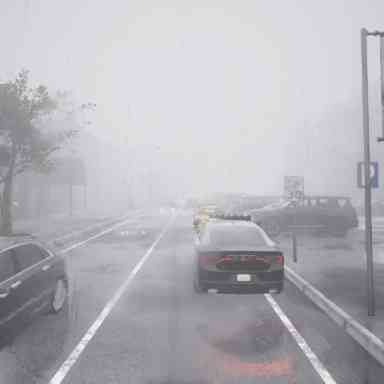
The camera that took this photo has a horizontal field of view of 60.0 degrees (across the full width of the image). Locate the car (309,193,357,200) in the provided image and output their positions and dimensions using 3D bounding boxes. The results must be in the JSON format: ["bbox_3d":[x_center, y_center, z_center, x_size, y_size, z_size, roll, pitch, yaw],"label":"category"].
[{"bbox_3d":[18.834,1.153,43.353,5.566,2.045,2.435,0,0,0],"label":"car"}]

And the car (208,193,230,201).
[{"bbox_3d":[5.766,1.039,70.775,4.553,1.767,2.185,0,1,0],"label":"car"}]

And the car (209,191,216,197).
[{"bbox_3d":[5.757,1.113,48.348,5.566,2.045,2.435,0,1,0],"label":"car"}]

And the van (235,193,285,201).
[{"bbox_3d":[5.890,1.238,25.915,4.442,1.987,1.878,0,0,0],"label":"van"}]

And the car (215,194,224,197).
[{"bbox_3d":[5.789,1.409,42.741,4.892,1.521,2.231,0,0,0],"label":"car"}]

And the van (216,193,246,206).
[{"bbox_3d":[5.903,1.114,51.152,4.442,1.987,1.878,0,1,0],"label":"van"}]

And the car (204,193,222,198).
[{"bbox_3d":[5.838,0.994,93.202,4.792,1.488,2.163,0,1,0],"label":"car"}]

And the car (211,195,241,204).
[{"bbox_3d":[5.783,1.290,56.761,4.892,1.521,2.231,0,1,0],"label":"car"}]

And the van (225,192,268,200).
[{"bbox_3d":[5.660,1.230,31.525,4.442,1.987,1.878,0,0,0],"label":"van"}]

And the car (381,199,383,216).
[{"bbox_3d":[18.825,1.212,26.695,5.566,2.045,2.435,0,0,0],"label":"car"}]

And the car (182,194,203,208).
[{"bbox_3d":[0.099,1.429,45.245,2.033,1.411,5.357,0,0,0],"label":"car"}]

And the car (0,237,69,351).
[{"bbox_3d":[-3.341,1.506,4.730,1.837,1.490,4.892,0,0,0],"label":"car"}]

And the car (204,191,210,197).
[{"bbox_3d":[5.766,0.963,65.168,5.566,2.045,2.435,0,1,0],"label":"car"}]

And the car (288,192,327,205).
[{"bbox_3d":[18.897,1.059,54.456,5.566,2.045,2.435,0,1,0],"label":"car"}]

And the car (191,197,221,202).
[{"bbox_3d":[1.023,1.424,25.015,1.801,1.575,5.366,0,0,0],"label":"car"}]

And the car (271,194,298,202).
[{"bbox_3d":[18.881,1.188,68.338,4.892,1.521,2.231,0,1,0],"label":"car"}]

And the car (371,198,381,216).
[{"bbox_3d":[18.849,1.462,29.470,4.892,1.521,2.231,0,0,0],"label":"car"}]

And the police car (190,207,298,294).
[{"bbox_3d":[0.992,1.422,8.914,1.930,1.638,5.238,0,0,0],"label":"police car"}]

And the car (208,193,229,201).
[{"bbox_3d":[5.767,1.014,73.578,4.553,1.767,2.185,0,1,0],"label":"car"}]

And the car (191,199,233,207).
[{"bbox_3d":[1.011,1.438,19.008,1.801,1.575,5.366,0,0,0],"label":"car"}]

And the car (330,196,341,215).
[{"bbox_3d":[18.830,1.469,37.797,4.792,1.488,2.163,0,0,0],"label":"car"}]

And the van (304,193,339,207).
[{"bbox_3d":[18.982,1.134,48.906,4.442,1.987,1.878,0,1,0],"label":"van"}]

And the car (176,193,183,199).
[{"bbox_3d":[-3.095,1.083,81.944,2.128,1.511,4.902,0,1,0],"label":"car"}]

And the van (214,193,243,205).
[{"bbox_3d":[5.905,1.089,53.955,4.442,1.987,1.878,0,1,0],"label":"van"}]

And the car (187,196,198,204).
[{"bbox_3d":[0.111,1.354,58.663,1.994,1.385,4.181,0,0,0],"label":"car"}]

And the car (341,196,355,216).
[{"bbox_3d":[19.042,1.444,35.025,5.366,1.575,1.946,0,0,0],"label":"car"}]

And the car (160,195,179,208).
[{"bbox_3d":[-3.262,1.479,45.786,1.895,1.301,4.718,0,0,0],"label":"car"}]

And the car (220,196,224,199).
[{"bbox_3d":[5.809,1.470,37.131,4.792,1.488,2.163,0,0,0],"label":"car"}]

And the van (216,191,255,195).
[{"bbox_3d":[5.900,1.163,45.547,4.442,1.987,1.878,0,0,0],"label":"van"}]

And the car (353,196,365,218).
[{"bbox_3d":[18.851,1.455,32.248,5.008,1.535,2.097,0,0,0],"label":"car"}]

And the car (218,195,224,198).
[{"bbox_3d":[5.778,1.466,39.939,4.674,1.452,2.002,0,0,0],"label":"car"}]

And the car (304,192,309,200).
[{"bbox_3d":[18.892,1.134,46.130,5.566,2.045,2.435,0,1,0],"label":"car"}]

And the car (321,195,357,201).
[{"bbox_3d":[18.889,1.452,40.580,4.792,1.488,2.163,0,0,0],"label":"car"}]

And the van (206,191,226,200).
[{"bbox_3d":[5.685,0.864,79.184,4.442,1.987,1.878,0,1,0],"label":"van"}]

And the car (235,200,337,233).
[{"bbox_3d":[5.585,1.466,20.309,5.366,1.575,1.946,0,0,0],"label":"car"}]

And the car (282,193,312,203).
[{"bbox_3d":[18.902,1.136,60.010,4.553,1.767,2.185,0,1,0],"label":"car"}]

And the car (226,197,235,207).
[{"bbox_3d":[5.769,1.460,28.719,5.008,1.535,2.097,0,0,0],"label":"car"}]
